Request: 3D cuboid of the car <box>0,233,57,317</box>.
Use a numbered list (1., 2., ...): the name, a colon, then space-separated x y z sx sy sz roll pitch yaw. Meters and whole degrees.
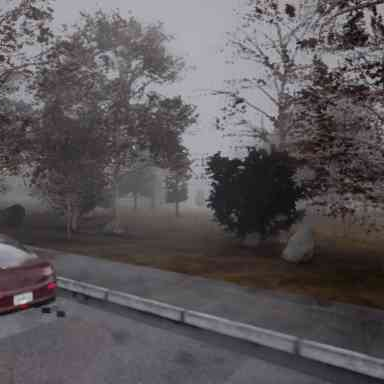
1. car: -4.555 1.521 6.626 4.674 1.442 1.812 0 0 35
